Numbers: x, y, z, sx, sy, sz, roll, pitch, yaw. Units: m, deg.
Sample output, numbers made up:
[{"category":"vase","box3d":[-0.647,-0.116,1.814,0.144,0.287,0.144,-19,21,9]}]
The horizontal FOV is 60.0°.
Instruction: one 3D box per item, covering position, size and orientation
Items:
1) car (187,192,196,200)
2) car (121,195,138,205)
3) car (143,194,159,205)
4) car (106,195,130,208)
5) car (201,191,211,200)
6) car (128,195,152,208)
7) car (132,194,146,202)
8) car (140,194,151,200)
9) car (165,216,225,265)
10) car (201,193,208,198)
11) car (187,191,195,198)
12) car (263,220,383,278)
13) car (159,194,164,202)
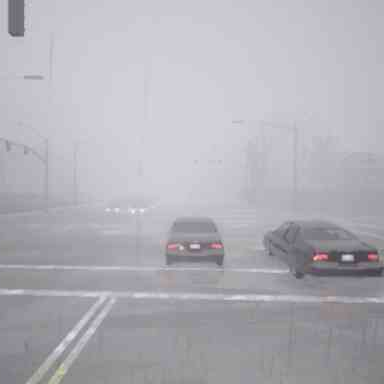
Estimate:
[{"category":"car","box3d":[-0.141,0.858,78.876,2.097,1.767,4.553,0,1,0]},{"category":"car","box3d":[-10.623,1.363,56.893,1.837,1.490,4.892,0,1,0]},{"category":"car","box3d":[-7.141,1.231,54.836,2.097,1.767,4.553,0,1,0]},{"category":"car","box3d":[-10.672,1.503,47.359,2.033,1.411,5.357,0,0,0]},{"category":"car","box3d":[3.360,0.731,78.741,2.150,2.045,5.566,0,1,0]},{"category":"car","box3d":[-7.168,1.528,46.160,1.994,1.385,4.181,0,1,0]},{"category":"car","box3d":[-10.619,1.267,66.757,2.033,1.411,5.357,0,1,0]},{"category":"car","box3d":[-10.637,1.095,76.738,1.994,1.385,4.181,0,1,0]},{"category":"car","box3d":[0.078,1.569,11.756,2.033,1.411,5.357,0,0,0]},{"category":"car","box3d":[3.341,0.899,89.476,1.895,1.301,4.718,0,1,0]},{"category":"car","box3d":[-0.159,0.668,88.989,2.097,1.767,4.553,0,1,0]},{"category":"car","box3d":[3.580,1.566,10.161,2.033,1.411,5.357,0,0,0]},{"category":"car","box3d":[-7.115,1.257,64.689,1.837,1.490,4.892,0,1,0]}]
